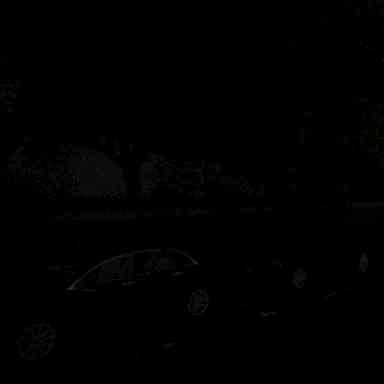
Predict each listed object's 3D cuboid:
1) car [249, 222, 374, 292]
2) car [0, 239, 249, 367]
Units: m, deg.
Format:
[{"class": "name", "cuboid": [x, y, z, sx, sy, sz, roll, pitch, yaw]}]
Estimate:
[{"class": "car", "cuboid": [3.111, 1.538, 8.937, 4.507, 1.381, 1.887, 0, 0, -36]}, {"class": "car", "cuboid": [-1.369, 1.549, 5.677, 4.403, 1.369, 2.008, 0, 0, -36]}]
